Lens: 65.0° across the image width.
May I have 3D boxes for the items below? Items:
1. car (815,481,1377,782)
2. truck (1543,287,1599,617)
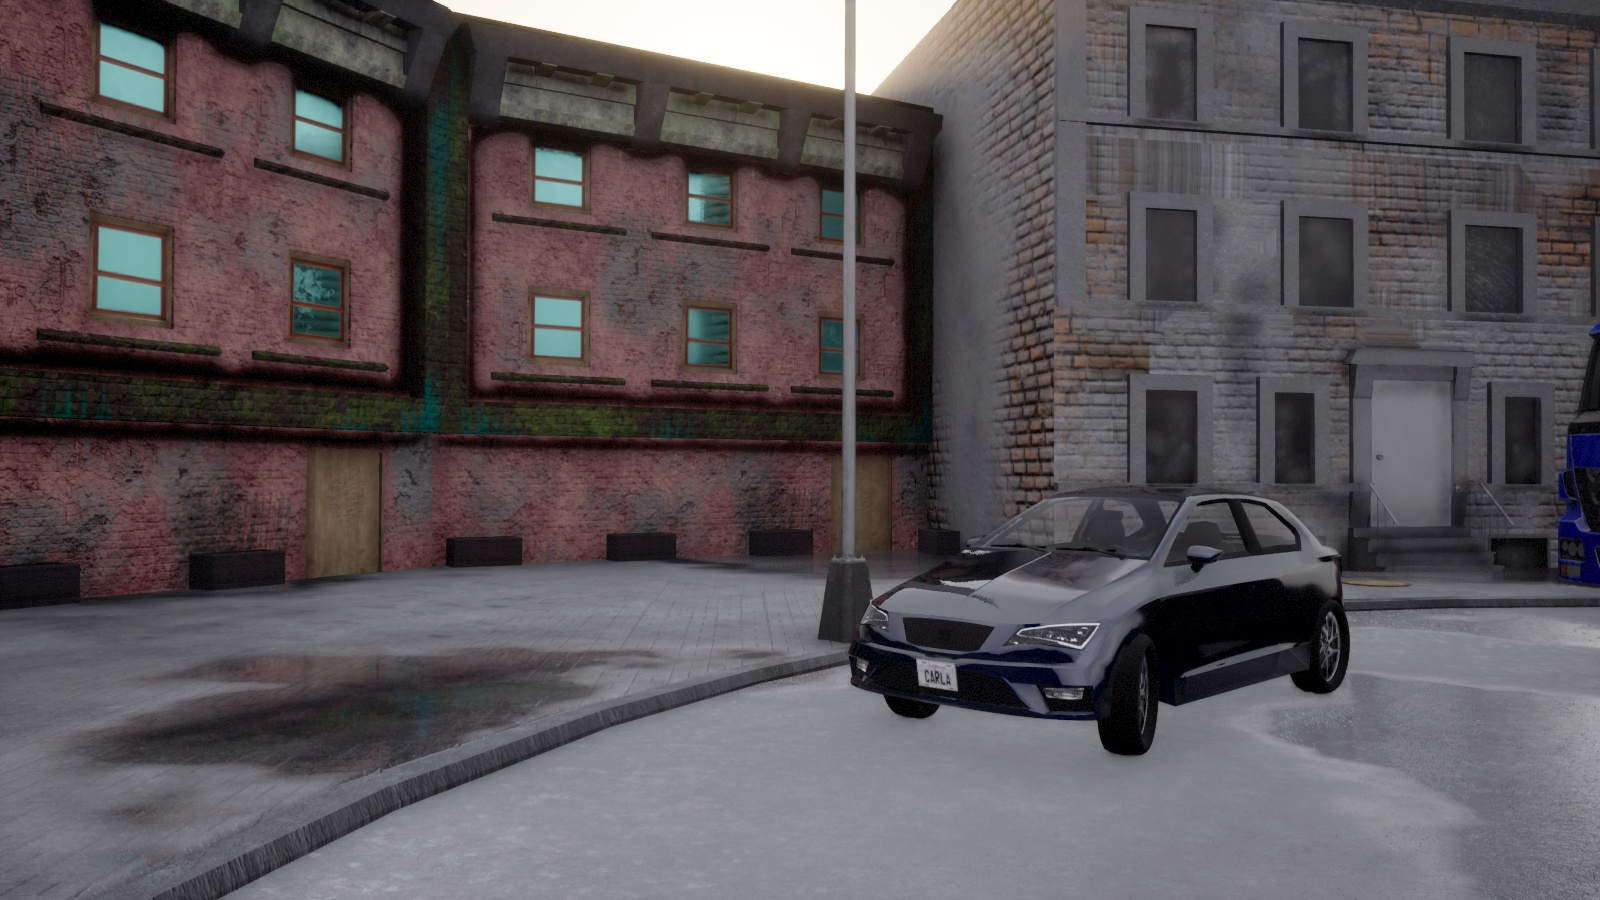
[{"bbox_3d":[2.194,0.963,8.457,1.816,1.474,4.193,-1,-1,43],"label":"car"},{"bbox_3d":[12.379,-0.002,12.812,7.936,3.462,2.891,0,-1,-3],"label":"truck"}]
